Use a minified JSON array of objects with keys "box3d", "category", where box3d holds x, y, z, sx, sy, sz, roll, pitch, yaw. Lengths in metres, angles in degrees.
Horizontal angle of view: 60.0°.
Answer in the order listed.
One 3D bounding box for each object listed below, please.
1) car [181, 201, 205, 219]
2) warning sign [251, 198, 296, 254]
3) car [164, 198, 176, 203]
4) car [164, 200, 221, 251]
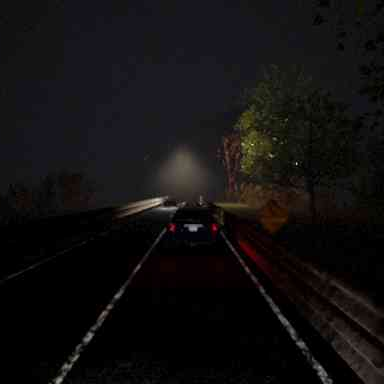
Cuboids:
[{"box3d":[0.073,1.587,30.250,1.994,1.385,4.181,0,0,0],"category":"car"},{"box3d":[2.832,1.148,11.723,1.300,1.860,1.060,-1,-1,0],"category":"warning sign"},{"box3d":[-3.314,1.614,51.543,1.895,1.301,4.718,0,0,0],"category":"car"},{"box3d":[0.066,1.382,14.330,2.097,1.767,4.553,0,0,0],"category":"car"}]
